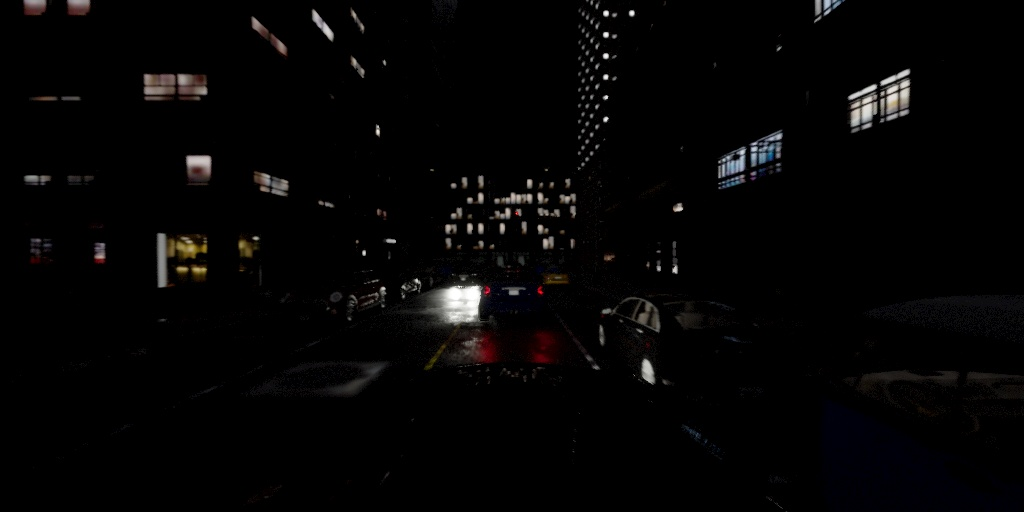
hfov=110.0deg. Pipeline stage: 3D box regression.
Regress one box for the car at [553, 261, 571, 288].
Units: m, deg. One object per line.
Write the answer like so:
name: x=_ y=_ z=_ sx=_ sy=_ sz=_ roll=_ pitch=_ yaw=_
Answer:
car: x=2.690 y=1.235 z=23.178 sx=1.751 sy=1.417 sz=4.829 roll=0 pitch=0 yaw=0

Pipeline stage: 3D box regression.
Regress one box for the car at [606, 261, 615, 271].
car: x=15.234 y=1.010 z=47.948 sx=5.009 sy=1.841 sz=2.192 roll=0 pitch=0 yaw=0

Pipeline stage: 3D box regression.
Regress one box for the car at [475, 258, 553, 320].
car: x=0.068 y=1.081 z=12.605 sx=2.097 sy=1.767 sz=4.553 roll=0 pitch=0 yaw=0

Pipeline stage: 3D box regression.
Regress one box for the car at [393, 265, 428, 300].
car: x=-5.691 y=1.286 z=17.434 sx=1.948 sy=1.339 sz=4.313 roll=0 pitch=0 yaw=0

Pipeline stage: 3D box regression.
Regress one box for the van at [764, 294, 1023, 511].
van: x=2.689 y=1.093 z=0.600 sx=1.690 sy=1.789 sz=3.998 roll=0 pitch=0 yaw=0

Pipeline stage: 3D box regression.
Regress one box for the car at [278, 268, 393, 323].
car: x=-5.691 y=1.171 z=11.833 sx=1.967 sy=1.591 sz=4.097 roll=0 pitch=0 yaw=0

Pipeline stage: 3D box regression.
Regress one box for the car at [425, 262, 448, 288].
car: x=-5.691 y=1.261 z=23.037 sx=2.007 sy=1.370 sz=4.403 roll=0 pitch=0 yaw=0

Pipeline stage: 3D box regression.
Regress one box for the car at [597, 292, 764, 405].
car: x=2.690 y=1.292 z=6.203 sx=2.007 sy=1.370 sz=4.403 roll=0 pitch=0 yaw=0

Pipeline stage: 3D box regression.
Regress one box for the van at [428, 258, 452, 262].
van: x=-5.691 y=1.041 z=28.638 sx=1.690 sy=1.789 sz=3.998 roll=0 pitch=0 yaw=0

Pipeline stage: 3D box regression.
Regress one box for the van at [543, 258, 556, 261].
van: x=2.690 y=1.041 z=28.609 sx=1.690 sy=1.789 sz=3.998 roll=0 pitch=0 yaw=0

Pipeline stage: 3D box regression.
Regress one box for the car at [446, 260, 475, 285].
car: x=-3.066 y=1.199 z=25.133 sx=2.128 sy=1.511 sz=4.902 roll=0 pitch=0 yaw=0
